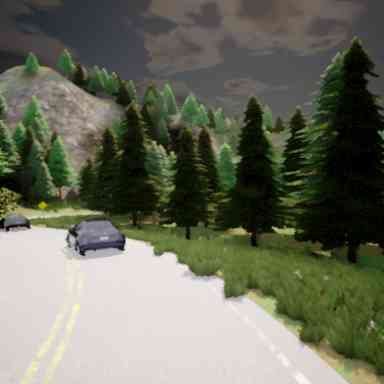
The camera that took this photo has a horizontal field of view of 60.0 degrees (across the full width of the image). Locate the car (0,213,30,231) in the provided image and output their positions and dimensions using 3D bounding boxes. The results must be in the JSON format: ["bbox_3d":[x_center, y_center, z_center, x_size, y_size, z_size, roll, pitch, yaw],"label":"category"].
[{"bbox_3d":[-15.920,2.631,29.830,1.994,1.385,4.181,-3,-1,-37],"label":"car"}]

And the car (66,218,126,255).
[{"bbox_3d":[-4.515,1.912,15.307,1.994,1.385,4.181,-2,-1,-28],"label":"car"}]
